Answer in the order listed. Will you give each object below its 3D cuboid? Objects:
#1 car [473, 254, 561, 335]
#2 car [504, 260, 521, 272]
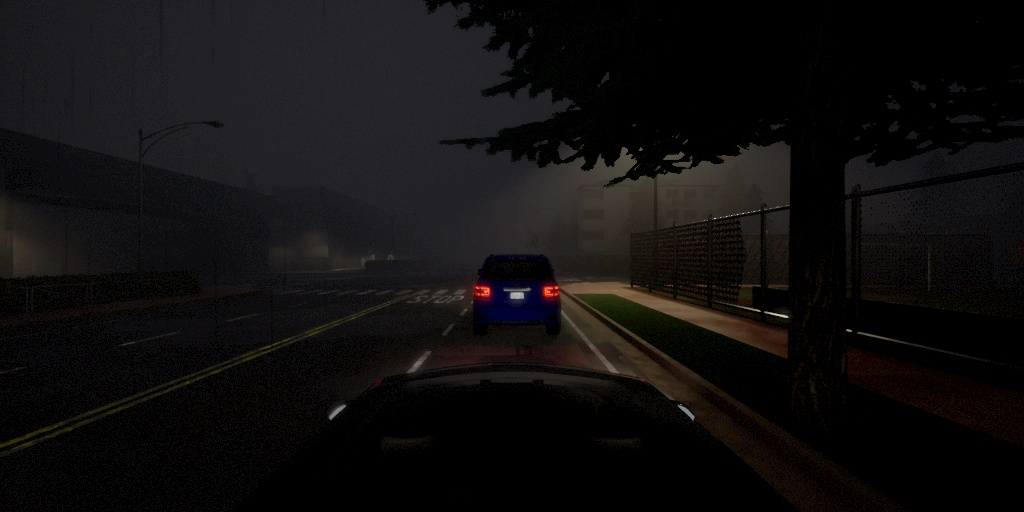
[{"bbox_3d":[0.125,0.972,10.636,2.150,2.045,5.566,0,0,0],"label":"car"},{"bbox_3d":[0.071,1.241,46.414,2.128,1.511,4.902,0,0,-1],"label":"car"}]
